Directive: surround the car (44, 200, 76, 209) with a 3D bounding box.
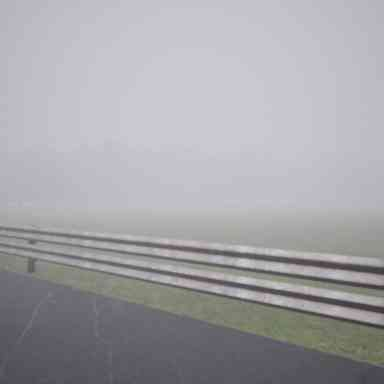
[{"bbox_3d":[-22.971,2.185,57.704,5.366,1.575,1.801,0,-1,4],"label":"car"}]
